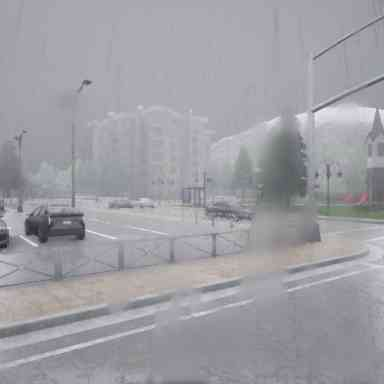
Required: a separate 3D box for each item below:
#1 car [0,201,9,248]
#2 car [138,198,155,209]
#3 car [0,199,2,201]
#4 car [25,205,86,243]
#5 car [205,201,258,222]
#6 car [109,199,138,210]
[{"bbox_3d":[-8.870,1.331,13.436,2.152,1.636,5.027,0,0,-36],"label":"car"},{"bbox_3d":[-6.816,1.526,45.805,1.812,1.442,4.674,0,0,-36],"label":"car"},{"bbox_3d":[-21.592,1.374,36.423,1.845,1.501,3.633,0,0,-36],"label":"car"},{"bbox_3d":[-6.356,1.340,15.313,2.007,1.523,4.514,0,0,-36],"label":"car"},{"bbox_3d":[3.036,1.500,26.344,1.837,1.490,4.892,0,1,-36],"label":"car"},{"bbox_3d":[-9.221,1.565,43.077,1.994,1.385,4.181,0,0,-36],"label":"car"}]
